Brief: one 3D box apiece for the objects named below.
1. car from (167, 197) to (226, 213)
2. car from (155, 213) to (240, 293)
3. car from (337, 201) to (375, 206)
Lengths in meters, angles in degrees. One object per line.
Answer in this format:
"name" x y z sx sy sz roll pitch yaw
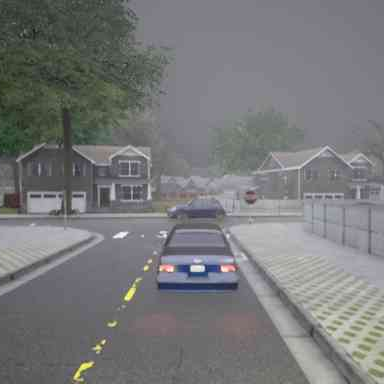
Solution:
"car" 0.317 1.305 26.254 4.553 1.767 2.097 0 0 -12
"car" 0.122 1.536 8.982 2.033 1.411 5.357 0 0 0
"car" 14.067 1.530 29.164 4.892 1.490 1.837 0 0 -13
